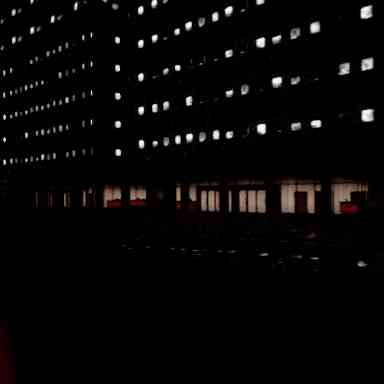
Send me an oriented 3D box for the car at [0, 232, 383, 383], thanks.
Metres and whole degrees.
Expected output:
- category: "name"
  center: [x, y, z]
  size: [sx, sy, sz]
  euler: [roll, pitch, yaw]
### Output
- category: "car"
  center: [-0.337, 1.335, 3.114]
  size: [5.009, 1.841, 2.192]
  euler: [-1, 0, 36]
